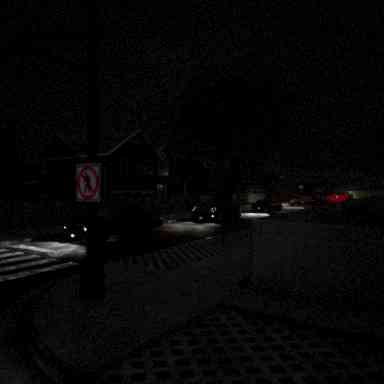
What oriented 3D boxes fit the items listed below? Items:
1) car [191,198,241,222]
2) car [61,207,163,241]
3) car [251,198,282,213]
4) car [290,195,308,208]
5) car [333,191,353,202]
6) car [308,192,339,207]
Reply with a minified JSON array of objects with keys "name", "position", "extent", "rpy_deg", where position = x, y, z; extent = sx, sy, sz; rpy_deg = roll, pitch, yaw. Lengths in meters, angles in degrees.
[{"name":"car","position":[1.857,1.185,24.670],"extent":[2.097,1.767,4.553],"rpy_deg":[0,1,34]},{"name":"car","position":[-3.654,1.459,16.469],"extent":[2.033,1.411,5.357],"rpy_deg":[0,1,34]},{"name":"car","position":[7.395,1.317,32.869],"extent":[1.994,1.385,4.181],"rpy_deg":[0,1,35]},{"name":"car","position":[14.080,1.180,42.628],"extent":[1.812,1.442,4.674],"rpy_deg":[0,0,36]},{"name":"car","position":[21.934,0.800,48.679],"extent":[2.150,2.045,5.566],"rpy_deg":[0,1,38]},{"name":"car","position":[16.083,1.144,40.519],"extent":[1.882,1.535,5.008],"rpy_deg":[0,1,35]}]
